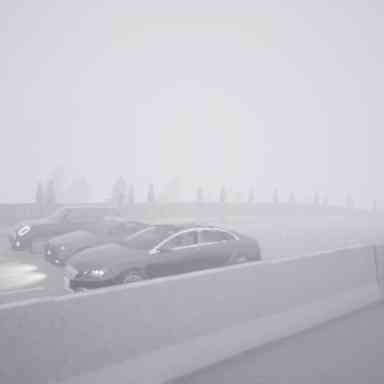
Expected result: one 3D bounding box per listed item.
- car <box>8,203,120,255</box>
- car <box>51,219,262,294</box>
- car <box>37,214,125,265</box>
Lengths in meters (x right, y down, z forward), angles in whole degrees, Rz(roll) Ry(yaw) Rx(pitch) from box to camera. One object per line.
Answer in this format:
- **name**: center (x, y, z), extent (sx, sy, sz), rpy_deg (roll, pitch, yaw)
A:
- **car**: center (-4.833, 1.363, 13.438), extent (4.553, 1.767, 2.097), rpy_deg (0, 0, -35)
- **car**: center (-0.459, 1.509, 7.961), extent (4.902, 1.511, 2.128), rpy_deg (0, 0, -35)
- **car**: center (-2.499, 1.579, 10.804), extent (4.181, 1.385, 1.994), rpy_deg (0, 0, -35)
